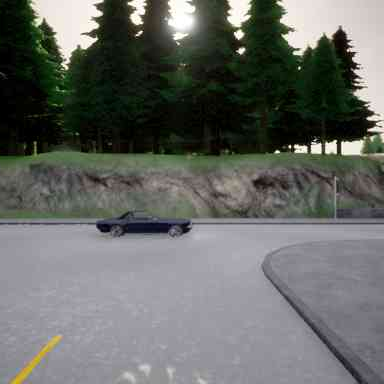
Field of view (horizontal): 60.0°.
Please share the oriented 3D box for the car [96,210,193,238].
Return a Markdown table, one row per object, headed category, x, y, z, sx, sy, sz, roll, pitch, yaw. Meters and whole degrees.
| category | x | y | z | sx | sy | sz | roll | pitch | yaw |
| --- | --- | --- | --- | --- | --- | --- | --- | --- | --- |
| car | -2.320 | 1.601 | 17.051 | 4.718 | 1.301 | 1.895 | 0 | 0 | 0 |
